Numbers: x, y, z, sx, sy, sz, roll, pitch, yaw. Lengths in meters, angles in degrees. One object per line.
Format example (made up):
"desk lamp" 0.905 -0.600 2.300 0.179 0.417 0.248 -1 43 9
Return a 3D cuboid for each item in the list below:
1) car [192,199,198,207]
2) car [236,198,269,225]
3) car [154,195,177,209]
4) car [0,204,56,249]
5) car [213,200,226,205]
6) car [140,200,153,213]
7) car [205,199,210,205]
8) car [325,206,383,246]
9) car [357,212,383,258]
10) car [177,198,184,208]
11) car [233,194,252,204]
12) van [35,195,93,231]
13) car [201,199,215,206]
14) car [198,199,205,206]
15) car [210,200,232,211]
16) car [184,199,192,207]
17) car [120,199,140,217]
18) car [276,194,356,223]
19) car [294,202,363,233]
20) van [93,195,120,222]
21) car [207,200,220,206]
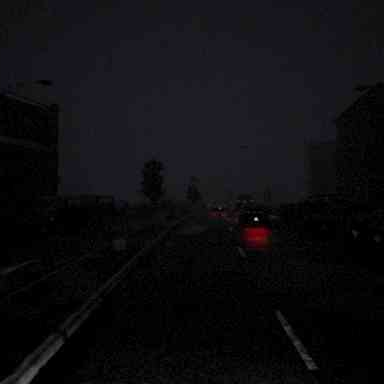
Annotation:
"car" -0.773 2.105 63.962 2.002 1.452 4.674 0 -2 15
"car" 4.329 1.458 23.699 1.837 1.490 4.892 0 0 5
"car" -4.306 1.418 47.687 2.435 2.045 5.566 0 -1 11
"car" -8.341 1.488 14.689 2.163 1.488 4.792 0 0 4
"car" 7.422 2.829 90.575 2.231 1.521 4.892 -1 -2 21
"car" -6.061 1.554 36.778 2.002 1.452 4.674 0 -1 8
"car" 2.186 2.248 74.813 2.185 1.767 4.553 0 -2 17
"car" 8.159 1.461 12.893 4.892 1.521 2.231 0 0 3
"car" 8.063 1.499 10.162 4.792 1.488 2.163 0 0 3
"car" -3.223 1.657 53.188 2.185 1.767 4.553 0 -1 12
"car" 6.748 1.322 42.346 2.150 2.045 5.566 0 -1 9
"van" -7.944 1.219 20.135 1.878 1.987 4.442 0 0 5
"car" 3.814 2.524 80.087 2.097 1.535 5.008 0 -2 18
"car" 0.627 2.246 69.299 2.163 1.488 4.792 0 -2 16
"car" 3.754 1.708 42.653 1.895 1.301 4.718 0 -1 9
"car" -2.035 1.919 58.693 2.231 1.521 4.892 0 -2 13
"car" -6.785 1.509 31.283 2.002 1.452 4.674 0 0 7
"car" 8.964 1.176 23.918 5.566 2.045 2.435 0 0 6
"car" 8.492 1.465 18.472 4.792 1.488 2.163 0 0 5
"van" -7.442 1.220 25.651 1.878 1.987 4.442 0 0 7
"car" 5.561 2.714 85.349 2.002 1.452 4.674 0 -2 19
